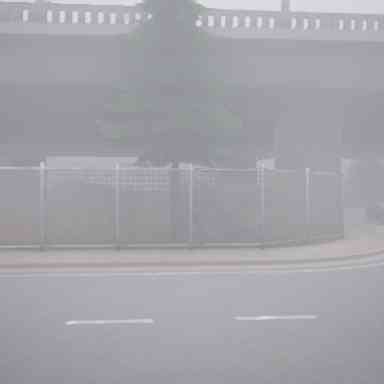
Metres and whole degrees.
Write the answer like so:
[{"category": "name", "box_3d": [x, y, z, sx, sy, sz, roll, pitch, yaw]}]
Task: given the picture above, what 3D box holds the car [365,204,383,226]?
[{"category": "car", "box_3d": [14.841, 1.683, 25.358, 1.837, 1.490, 4.892, 0, 0, 7]}]
